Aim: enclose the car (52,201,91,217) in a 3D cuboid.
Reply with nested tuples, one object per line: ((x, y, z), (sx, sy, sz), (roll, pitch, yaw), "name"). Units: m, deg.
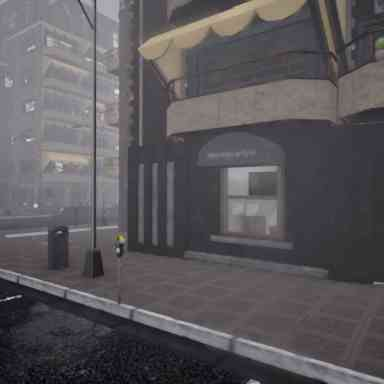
((-12.752, 1.815, 35.326), (1.967, 1.590, 4.097), (-1, -1, 35), "car")

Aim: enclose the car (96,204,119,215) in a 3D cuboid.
((-9.465, 2.058, 39.947), (1.802, 1.307, 4.206), (-1, -1, 35), "car")
